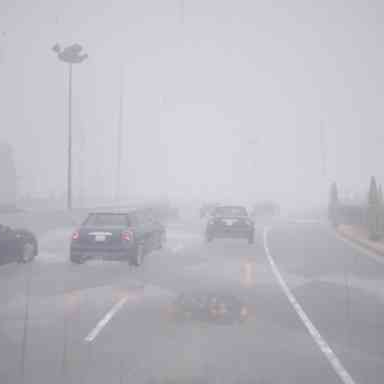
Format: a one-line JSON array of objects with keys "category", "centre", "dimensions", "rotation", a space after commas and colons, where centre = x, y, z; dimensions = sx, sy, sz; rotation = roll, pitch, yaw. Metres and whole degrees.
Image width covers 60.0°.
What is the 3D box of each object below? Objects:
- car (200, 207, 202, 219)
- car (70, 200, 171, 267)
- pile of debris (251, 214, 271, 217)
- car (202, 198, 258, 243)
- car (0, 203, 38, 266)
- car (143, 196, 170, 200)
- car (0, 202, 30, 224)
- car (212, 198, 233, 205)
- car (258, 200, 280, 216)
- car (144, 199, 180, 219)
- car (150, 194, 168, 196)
[{"category": "car", "centre": [2.103, 1.544, 29.297], "dimensions": [1.837, 1.490, 4.892], "rotation": [0, 0, 20]}, {"category": "car", "centre": [-2.346, 1.346, 11.667], "dimensions": [2.097, 1.767, 4.553], "rotation": [0, 0, 8]}, {"category": "pile of debris", "centre": [6.631, 2.230, 31.901], "dimensions": [1.500, 0.140, 1.860], "rotation": [0, 0, 23]}, {"category": "car", "centre": [2.018, 1.364, 16.307], "dimensions": [2.097, 1.767, 4.553], "rotation": [0, 0, 11]}, {"category": "car", "centre": [-6.215, 1.331, 9.002], "dimensions": [2.097, 1.767, 4.553], "rotation": [0, 0, 6]}, {"category": "car", "centre": [-4.373, 1.584, 41.386], "dimensions": [1.837, 1.490, 4.892], "rotation": [0, -1, 26]}, {"category": "car", "centre": [-14.273, 1.515, 24.303], "dimensions": [1.812, 1.442, 4.674], "rotation": [0, 0, 15]}, {"category": "car", "centre": [5.849, 1.823, 64.068], "dimensions": [1.994, 1.385, 4.181], "rotation": [0, -1, 39]}, {"category": "car", "centre": [7.637, 1.535, 33.660], "dimensions": [1.882, 1.535, 5.008], "rotation": [0, 0, 23]}, {"category": "car", "centre": [-2.456, 1.529, 26.723], "dimensions": [1.837, 1.490, 4.892], "rotation": [0, 0, 17]}, {"category": "car", "centre": [-5.705, 1.362, 53.661], "dimensions": [2.150, 2.045, 5.566], "rotation": [0, 0, 31]}]
